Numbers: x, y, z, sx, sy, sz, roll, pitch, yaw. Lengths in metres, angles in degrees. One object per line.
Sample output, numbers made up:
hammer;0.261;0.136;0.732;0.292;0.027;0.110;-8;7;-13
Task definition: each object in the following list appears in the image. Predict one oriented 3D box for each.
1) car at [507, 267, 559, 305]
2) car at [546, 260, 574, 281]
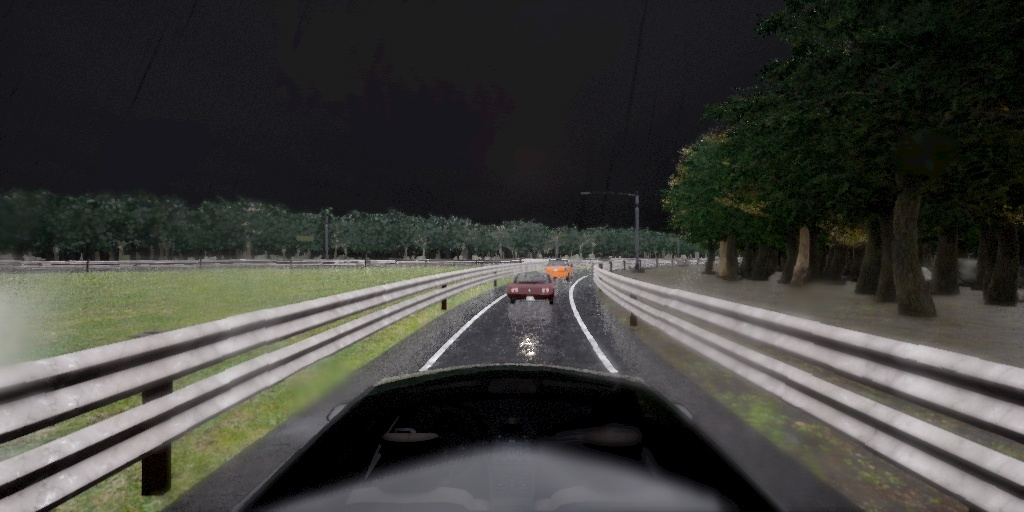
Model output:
car;1.022;1.368;16.208;1.895;1.301;4.718;0;0;8
car;4.054;1.124;30.589;2.097;1.767;4.553;0;0;16
